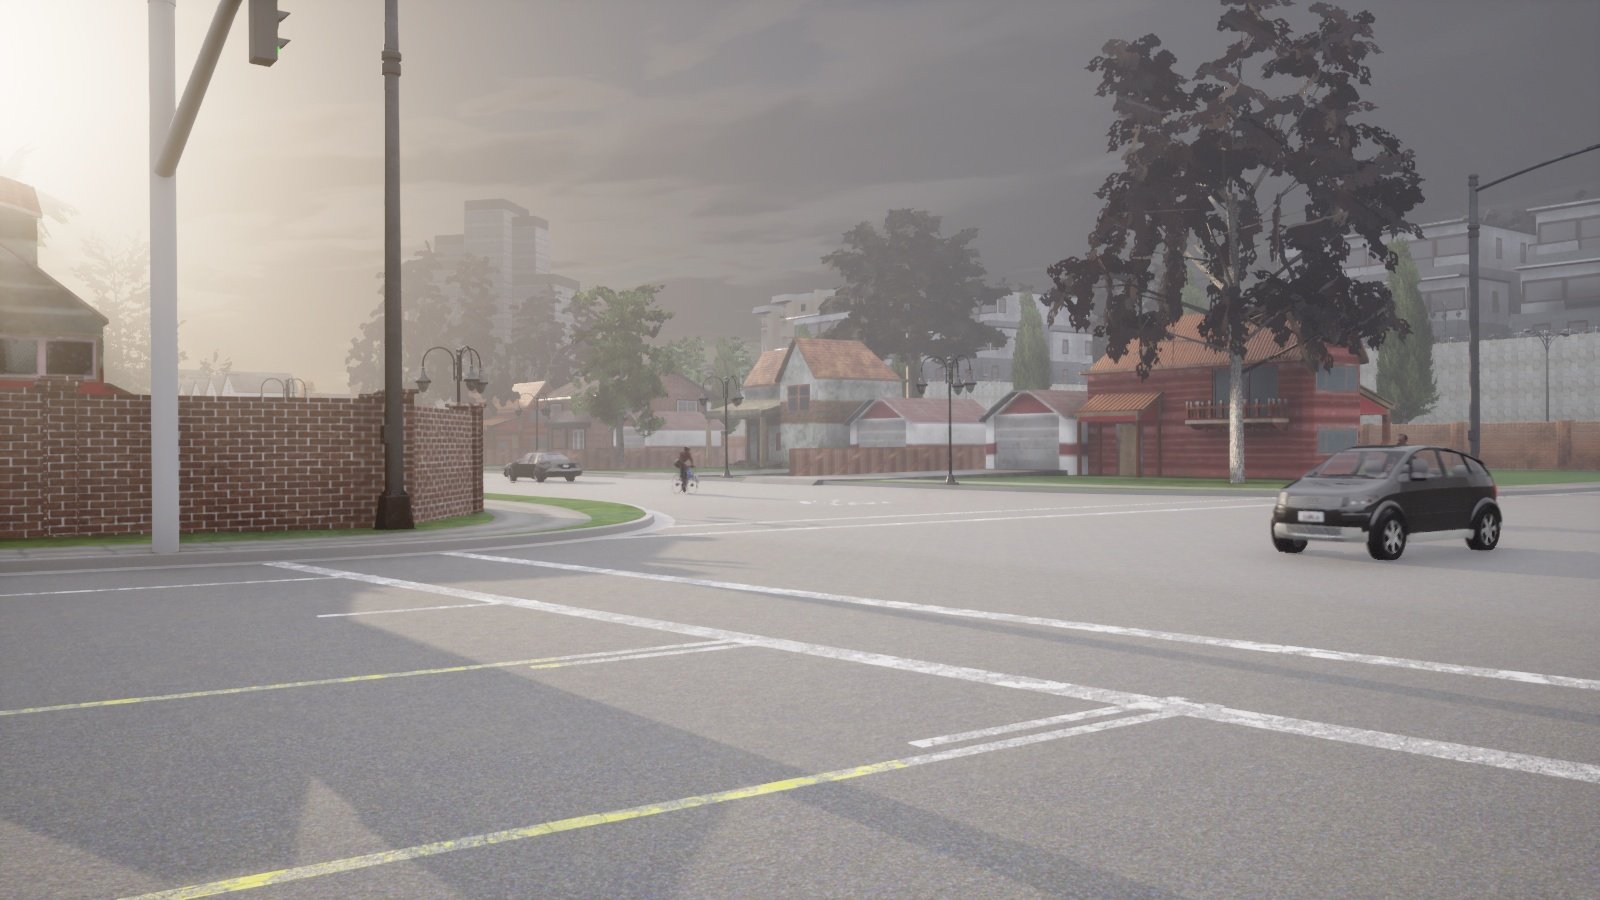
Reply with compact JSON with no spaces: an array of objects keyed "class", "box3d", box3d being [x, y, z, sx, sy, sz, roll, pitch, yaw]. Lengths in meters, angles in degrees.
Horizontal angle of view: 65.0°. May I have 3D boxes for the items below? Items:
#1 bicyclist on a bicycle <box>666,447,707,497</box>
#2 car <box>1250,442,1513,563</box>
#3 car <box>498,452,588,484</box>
[{"class":"bicyclist on a bicycle","box3d":[-3.796,0.713,41.809,0.582,1.620,1.656,-1,1,-36]},{"class":"car","box3d":[8.378,0.670,18.023,3.705,1.549,1.789,-1,0,-35]},{"class":"car","box3d":[-12.133,0.838,59.023,2.033,1.411,5.357,-1,0,-36]}]
